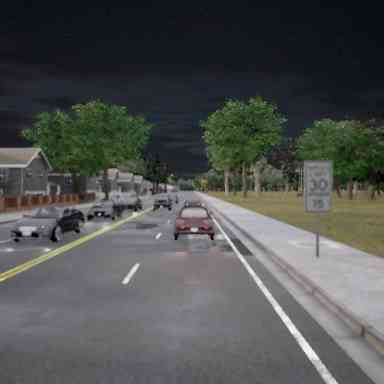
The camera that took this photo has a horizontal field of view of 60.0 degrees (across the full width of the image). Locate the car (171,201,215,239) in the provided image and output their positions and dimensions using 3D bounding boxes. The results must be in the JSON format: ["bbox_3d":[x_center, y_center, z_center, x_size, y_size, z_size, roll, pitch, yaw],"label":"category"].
[{"bbox_3d":[0.103,1.410,16.416,1.812,1.442,4.674,0,0,0],"label":"car"}]

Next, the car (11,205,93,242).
[{"bbox_3d":[-6.591,1.381,15.726,2.128,1.511,4.902,0,0,0],"label":"car"}]

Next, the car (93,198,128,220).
[{"bbox_3d":[-6.572,1.383,25.611,1.994,1.385,4.181,0,0,0],"label":"car"}]

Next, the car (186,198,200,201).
[{"bbox_3d":[0.102,1.338,37.174,1.895,1.301,4.718,0,0,0],"label":"car"}]

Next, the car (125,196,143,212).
[{"bbox_3d":[-6.523,1.225,35.773,1.882,1.535,5.008,0,0,0],"label":"car"}]

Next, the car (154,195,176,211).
[{"bbox_3d":[-3.148,1.244,36.859,1.837,1.490,4.892,0,0,0],"label":"car"}]

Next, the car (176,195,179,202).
[{"bbox_3d":[-3.151,1.161,54.596,2.033,1.411,5.357,0,0,0],"label":"car"}]
